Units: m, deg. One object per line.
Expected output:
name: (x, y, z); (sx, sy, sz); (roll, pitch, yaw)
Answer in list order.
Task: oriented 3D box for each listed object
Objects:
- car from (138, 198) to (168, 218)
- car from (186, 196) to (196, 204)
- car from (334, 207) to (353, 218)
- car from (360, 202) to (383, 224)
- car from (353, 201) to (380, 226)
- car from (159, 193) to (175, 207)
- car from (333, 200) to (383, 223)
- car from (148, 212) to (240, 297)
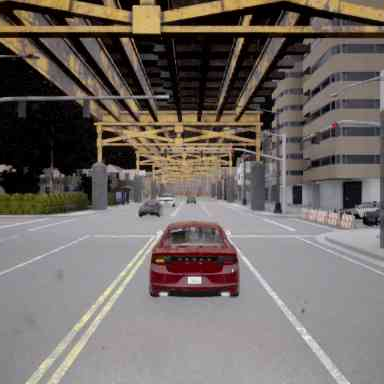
car: (-3.666, 1.547, 30.434); (2.033, 1.411, 5.357); (0, 0, 0)
car: (-0.137, 1.547, 63.294); (2.033, 1.411, 5.357); (0, 0, 0)
car: (13.581, 1.295, 25.453); (4.536, 1.218, 1.853); (0, 0, 25)
car: (13.265, 1.295, 21.333); (4.536, 1.218, 1.853); (0, 0, -20)
car: (13.216, 1.453, 21.315); (4.974, 1.542, 2.038); (0, 0, -20)
car: (-3.695, 1.222, 50.387); (2.150, 2.045, 5.566); (0, 0, 0)
car: (13.534, 1.453, 25.474); (4.974, 1.542, 2.038); (0, 0, 25)
car: (0.056, 1.478, 8.619); (1.882, 1.535, 5.008); (0, 0, 0)
